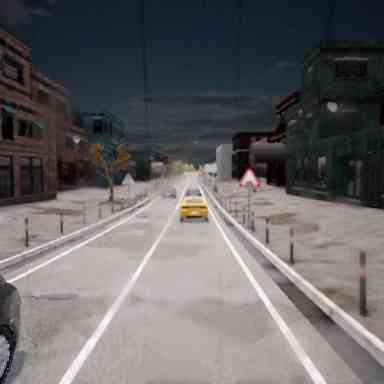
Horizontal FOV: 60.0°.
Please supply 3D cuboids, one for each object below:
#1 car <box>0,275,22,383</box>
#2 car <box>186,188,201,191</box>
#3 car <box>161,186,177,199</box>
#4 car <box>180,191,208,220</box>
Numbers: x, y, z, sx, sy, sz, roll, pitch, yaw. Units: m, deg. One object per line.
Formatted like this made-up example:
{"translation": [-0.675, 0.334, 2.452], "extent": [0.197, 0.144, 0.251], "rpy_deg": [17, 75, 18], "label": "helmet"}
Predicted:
{"translation": [-3.095, 1.504, 2.340], "extent": [1.837, 1.490, 4.892], "rpy_deg": [0, 0, 0], "label": "car"}
{"translation": [0.192, 0.224, 41.963], "extent": [1.994, 1.385, 4.181], "rpy_deg": [0, 4, 0], "label": "car"}
{"translation": [-2.990, 0.046, 43.578], "extent": [2.128, 1.511, 4.902], "rpy_deg": [0, 4, 0], "label": "car"}
{"translation": [0.137, 1.047, 23.723], "extent": [1.882, 1.535, 5.008], "rpy_deg": [0, 3, 0], "label": "car"}
